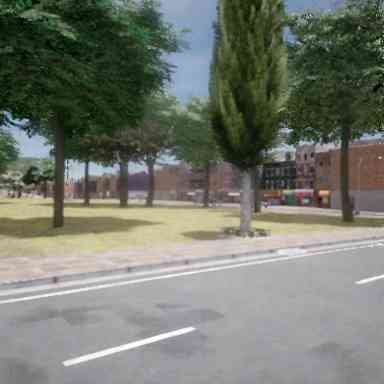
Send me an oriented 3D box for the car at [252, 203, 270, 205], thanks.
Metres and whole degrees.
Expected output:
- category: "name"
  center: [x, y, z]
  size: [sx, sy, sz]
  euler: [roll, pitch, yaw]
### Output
- category: "car"
  center: [12.353, 2.276, 62.257]
  size: [1.895, 1.301, 4.718]
  euler: [2, -1, -35]
